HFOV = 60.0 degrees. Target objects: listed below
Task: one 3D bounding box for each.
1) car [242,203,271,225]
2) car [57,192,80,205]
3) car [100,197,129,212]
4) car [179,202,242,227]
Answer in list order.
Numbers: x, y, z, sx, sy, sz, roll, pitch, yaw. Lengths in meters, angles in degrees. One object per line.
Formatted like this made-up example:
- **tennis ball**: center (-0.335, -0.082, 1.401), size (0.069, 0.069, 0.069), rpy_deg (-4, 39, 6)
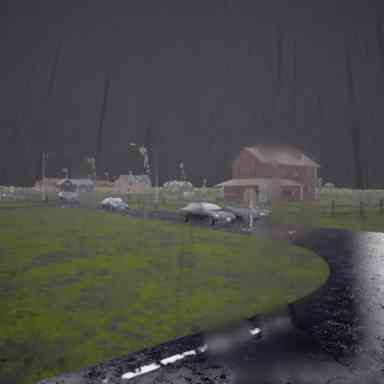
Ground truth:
- **car**: center (3.488, 1.447, 23.341), size (1.994, 1.385, 4.181), rpy_deg (0, 0, -35)
- **car**: center (-18.626, 0.956, 49.973), size (2.150, 2.045, 5.566), rpy_deg (0, 0, -35)
- **car**: center (-8.253, 1.286, 35.122), size (1.812, 1.442, 4.674), rpy_deg (0, 0, -35)
- **car**: center (0.885, 1.394, 22.198), size (1.812, 1.442, 4.674), rpy_deg (0, 0, -35)
